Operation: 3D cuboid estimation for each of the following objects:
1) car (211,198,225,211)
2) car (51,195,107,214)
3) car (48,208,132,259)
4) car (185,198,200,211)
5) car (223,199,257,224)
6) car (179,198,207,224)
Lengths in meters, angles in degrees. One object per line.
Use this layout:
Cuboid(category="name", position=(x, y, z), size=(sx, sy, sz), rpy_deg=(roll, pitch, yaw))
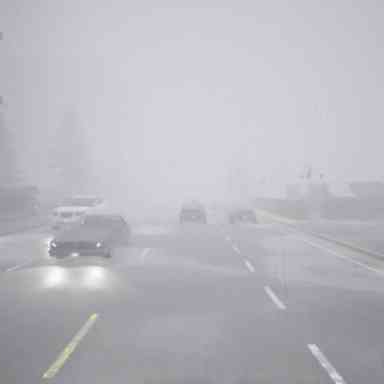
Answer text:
Cuboid(category="car", position=(3.566, 1.522, 41.257), size=(1.812, 1.442, 4.674), rpy_deg=(0, 0, 0))
Cuboid(category="car", position=(-7.051, 1.214, 21.310), size=(2.150, 2.045, 5.566), rpy_deg=(0, 1, 0))
Cuboid(category="car", position=(-3.592, 1.547, 12.864), size=(2.033, 1.411, 5.357), rpy_deg=(0, 0, 0))
Cuboid(category="car", position=(0.067, 1.501, 41.705), size=(1.837, 1.490, 4.892), rpy_deg=(0, 0, 0))
Cuboid(category="car", position=(3.569, 1.523, 24.548), size=(1.812, 1.442, 4.674), rpy_deg=(0, 0, 0))
Cuboid(category="car", position=(0.068, 1.475, 24.587), size=(1.882, 1.535, 5.008), rpy_deg=(0, 0, 0))
